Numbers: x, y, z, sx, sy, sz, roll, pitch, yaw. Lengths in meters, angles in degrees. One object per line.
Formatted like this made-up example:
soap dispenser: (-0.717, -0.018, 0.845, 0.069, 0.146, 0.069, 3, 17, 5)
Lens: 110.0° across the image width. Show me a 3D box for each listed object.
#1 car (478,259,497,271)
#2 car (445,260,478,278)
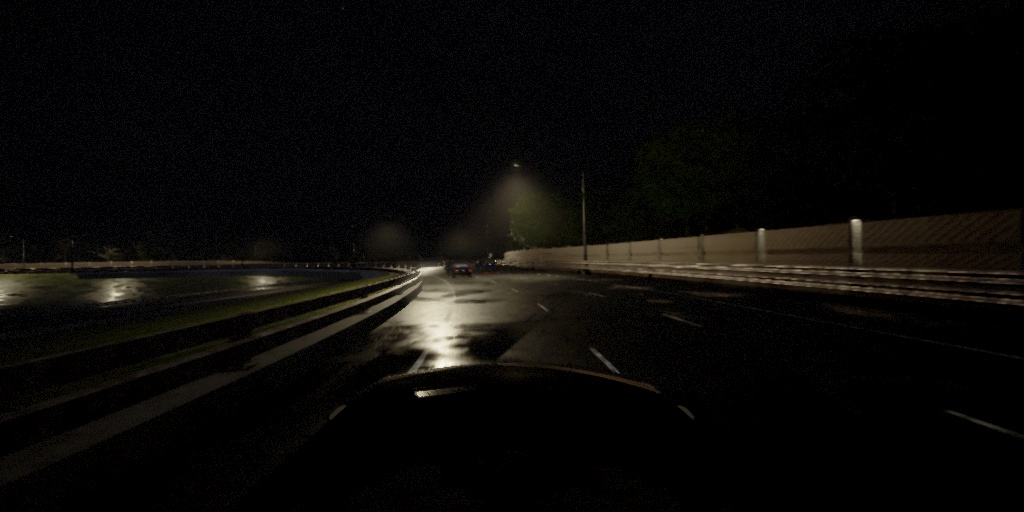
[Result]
car: (-3.671, 1.185, 50.389, 2.097, 1.767, 4.553, -1, 0, -21)
car: (-5.297, 1.412, 35.484, 2.033, 1.411, 5.357, -1, 0, -19)
